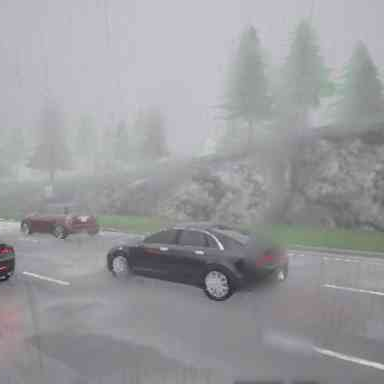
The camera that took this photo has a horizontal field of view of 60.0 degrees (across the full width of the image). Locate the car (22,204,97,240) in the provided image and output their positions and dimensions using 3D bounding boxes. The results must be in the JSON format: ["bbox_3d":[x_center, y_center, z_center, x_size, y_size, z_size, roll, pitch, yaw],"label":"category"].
[{"bbox_3d":[-7.053,1.410,17.624,4.553,1.767,2.097,0,0,35],"label":"car"}]

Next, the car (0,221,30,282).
[{"bbox_3d":[-6.445,1.542,8.590,4.892,1.490,1.837,0,0,35],"label":"car"}]

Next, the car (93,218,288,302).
[{"bbox_3d":[-0.106,1.522,8.368,4.892,1.490,1.837,0,0,35],"label":"car"}]
